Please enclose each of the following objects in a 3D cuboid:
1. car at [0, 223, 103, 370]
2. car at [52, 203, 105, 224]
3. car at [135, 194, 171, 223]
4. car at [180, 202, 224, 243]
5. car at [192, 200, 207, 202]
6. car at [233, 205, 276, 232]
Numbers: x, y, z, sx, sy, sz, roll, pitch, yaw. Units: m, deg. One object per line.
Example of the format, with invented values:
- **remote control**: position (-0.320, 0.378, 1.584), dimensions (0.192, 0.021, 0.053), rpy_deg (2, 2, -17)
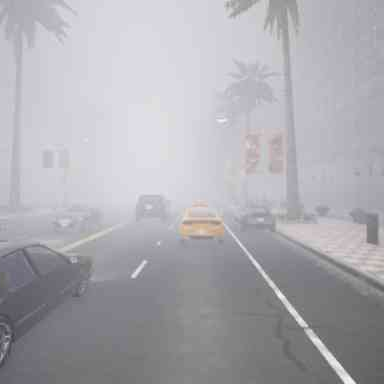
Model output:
- **car**: position (-3.256, 1.538, 5.461), dimensions (2.033, 1.411, 5.357), rpy_deg (0, 0, 1)
- **car**: position (-6.671, 1.462, 19.949), dimensions (2.128, 1.511, 4.902), rpy_deg (0, 0, 1)
- **car**: position (-2.881, 1.188, 25.302), dimensions (2.150, 2.045, 5.566), rpy_deg (0, 0, 1)
- **car**: position (0.449, 1.458, 15.986), dimensions (1.882, 1.535, 5.008), rpy_deg (0, 0, 1)
- **car**: position (0.712, 1.441, 30.465), dimensions (1.882, 1.535, 5.008), rpy_deg (0, 0, 1)
- **car**: position (3.609, 1.491, 19.790), dimensions (2.161, 1.482, 4.786), rpy_deg (0, 0, 0)
